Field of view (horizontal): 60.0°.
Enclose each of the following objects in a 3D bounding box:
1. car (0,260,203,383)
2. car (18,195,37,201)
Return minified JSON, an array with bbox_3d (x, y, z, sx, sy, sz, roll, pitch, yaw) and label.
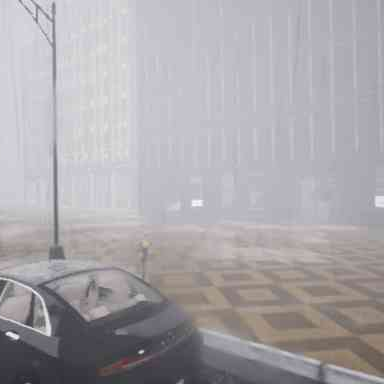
[{"bbox_3d":[-1.934,1.571,4.275,4.403,1.369,2.008,0,-1,36],"label":"car"},{"bbox_3d":[-38.120,1.439,77.670,1.967,1.590,4.097,-1,0,36],"label":"car"}]
